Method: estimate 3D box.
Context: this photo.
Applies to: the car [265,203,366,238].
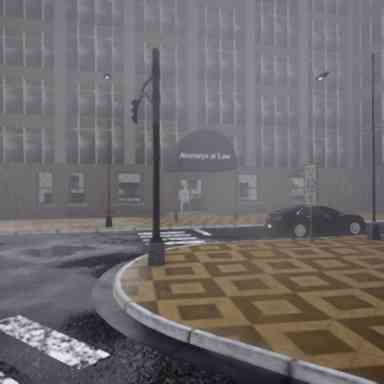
[{"bbox_3d":[5.948,1.318,15.996,4.892,1.490,1.837,0,0,-14],"label":"car"}]
